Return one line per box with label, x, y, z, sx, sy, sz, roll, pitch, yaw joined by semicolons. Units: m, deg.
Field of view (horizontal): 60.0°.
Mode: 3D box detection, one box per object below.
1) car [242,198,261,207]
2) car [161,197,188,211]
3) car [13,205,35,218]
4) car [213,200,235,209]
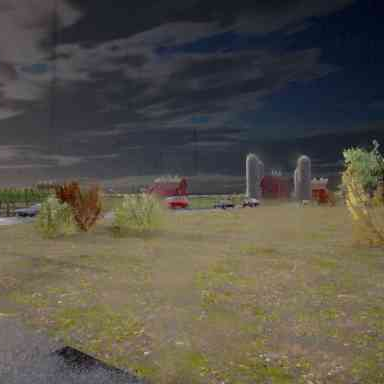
car;11.417;1.989;63.318;2.097;1.767;4.553;-1;-1;36
car;-2.803;1.707;49.770;2.150;2.045;5.566;-1;-1;36
car;-14.801;1.809;33.161;2.033;1.411;5.357;-1;-1;36
car;5.409;2.014;54.916;2.128;1.511;4.902;-1;-1;36
